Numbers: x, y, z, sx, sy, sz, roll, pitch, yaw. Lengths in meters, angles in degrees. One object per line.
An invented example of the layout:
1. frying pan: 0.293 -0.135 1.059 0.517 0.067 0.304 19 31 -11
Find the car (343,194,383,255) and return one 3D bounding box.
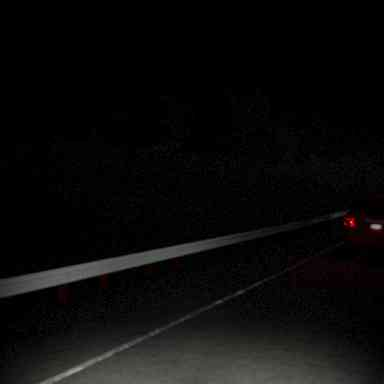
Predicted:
1. car: 7.109 1.096 11.961 2.150 2.045 5.566 0 1 38
